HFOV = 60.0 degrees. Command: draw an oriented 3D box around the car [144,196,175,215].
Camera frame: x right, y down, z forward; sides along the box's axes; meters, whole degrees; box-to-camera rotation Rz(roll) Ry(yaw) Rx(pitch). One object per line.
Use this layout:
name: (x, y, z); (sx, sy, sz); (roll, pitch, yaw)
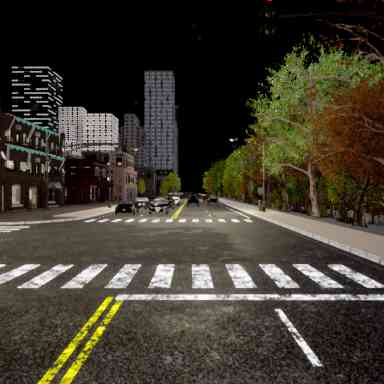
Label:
car: (-3.275, 1.481, 34.270); (2.128, 1.511, 4.902); (0, 0, 0)

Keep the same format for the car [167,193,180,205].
car: (-3.211, 1.202, 55.236); (2.150, 2.045, 5.566); (0, 0, 1)

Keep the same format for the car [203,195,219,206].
car: (3.456, 1.472, 54.950); (2.128, 1.511, 4.902); (0, 0, 0)

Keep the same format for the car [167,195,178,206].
car: (-3.248, 1.490, 44.511); (1.837, 1.490, 4.892); (0, 0, 0)

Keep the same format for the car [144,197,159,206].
car: (-6.467, 1.507, 53.495); (1.812, 1.442, 4.674); (0, 0, 0)

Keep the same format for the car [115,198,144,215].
car: (-6.527, 1.554, 33.962); (1.994, 1.385, 4.181); (0, 0, 0)

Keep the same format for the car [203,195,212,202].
car: (3.392, 1.448, 74.292); (1.882, 1.535, 5.008); (0, 0, 0)

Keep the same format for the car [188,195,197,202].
car: (0.146, 1.494, 74.630); (1.812, 1.442, 4.674); (0, 0, 0)

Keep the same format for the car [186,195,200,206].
car: (0.202, 1.486, 52.536); (1.837, 1.490, 4.892); (0, 0, 0)
